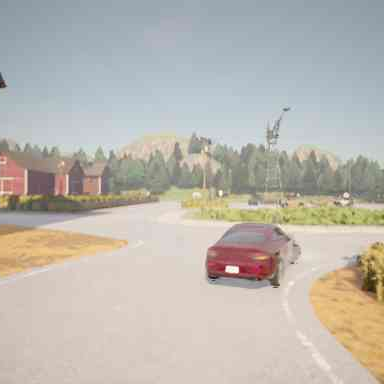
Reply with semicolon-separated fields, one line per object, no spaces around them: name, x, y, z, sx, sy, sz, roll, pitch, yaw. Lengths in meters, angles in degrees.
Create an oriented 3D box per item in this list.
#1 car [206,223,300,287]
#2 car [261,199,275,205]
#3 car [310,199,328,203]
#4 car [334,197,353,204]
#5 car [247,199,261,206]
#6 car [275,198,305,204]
car;1.892;1.628;9.721;1.812;1.442;4.674;-1;-1;25
car;18.878;2.382;82.428;3.905;1.438;1.784;0;-1;3
car;31.786;2.373;83.001;4.193;1.474;1.816;0;-1;3
car;31.704;2.040;69.509;3.866;1.878;1.905;0;-1;3
car;13.603;2.323;74.975;2.033;1.411;5.357;0;-1;3
car;17.975;1.937;59.969;4.605;1.855;1.932;0;-1;3
